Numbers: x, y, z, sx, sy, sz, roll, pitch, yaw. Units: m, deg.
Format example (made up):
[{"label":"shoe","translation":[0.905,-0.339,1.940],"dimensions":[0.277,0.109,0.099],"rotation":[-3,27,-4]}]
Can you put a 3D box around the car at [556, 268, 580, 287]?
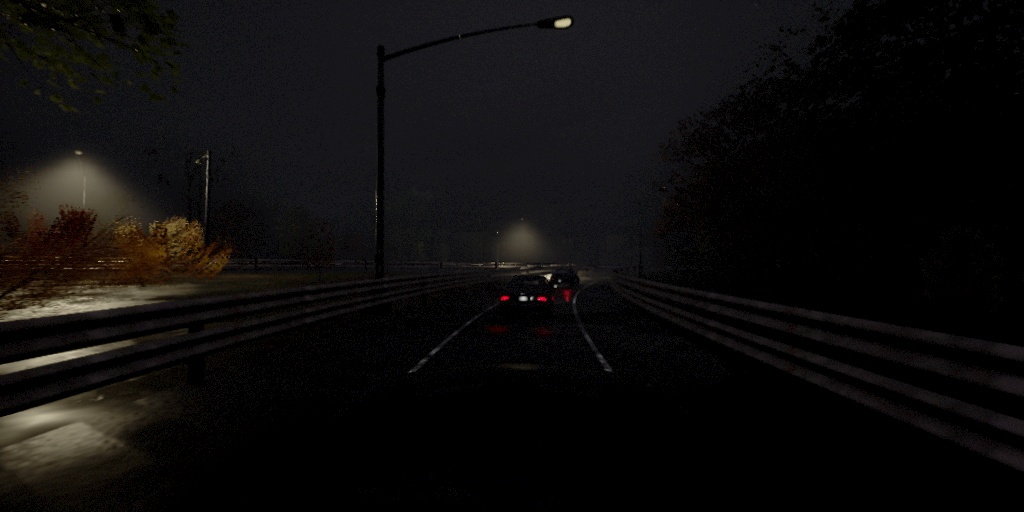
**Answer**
[{"label":"car","translation":[4.391,1.747,29.644],"dimensions":[1.812,1.442,4.674],"rotation":[0,-1,19]}]

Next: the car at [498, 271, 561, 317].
[{"label":"car","translation":[0.729,1.469,14.034],"dimensions":[2.033,1.411,5.357],"rotation":[0,-1,8]}]
